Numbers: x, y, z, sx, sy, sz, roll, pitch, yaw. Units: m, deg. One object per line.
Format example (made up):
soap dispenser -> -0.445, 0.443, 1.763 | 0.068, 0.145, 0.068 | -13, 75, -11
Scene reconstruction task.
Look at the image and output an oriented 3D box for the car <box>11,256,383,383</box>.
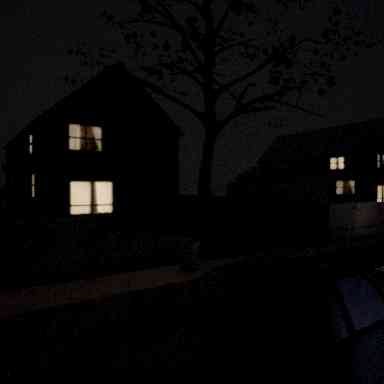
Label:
car -> 0.956, 1.538, 3.751 | 5.357, 1.411, 2.033 | 0, 0, -36
